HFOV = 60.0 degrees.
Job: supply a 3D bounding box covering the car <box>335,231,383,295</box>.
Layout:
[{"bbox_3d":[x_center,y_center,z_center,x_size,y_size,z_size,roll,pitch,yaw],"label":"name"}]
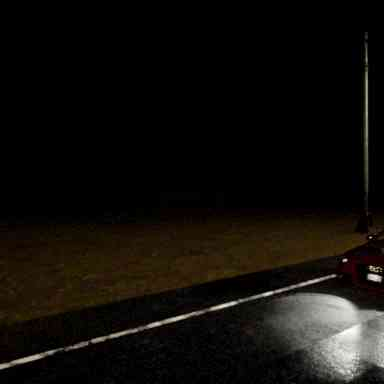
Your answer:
[{"bbox_3d":[5.214,1.493,7.713,4.181,1.385,1.994,-1,0,-35],"label":"car"}]
